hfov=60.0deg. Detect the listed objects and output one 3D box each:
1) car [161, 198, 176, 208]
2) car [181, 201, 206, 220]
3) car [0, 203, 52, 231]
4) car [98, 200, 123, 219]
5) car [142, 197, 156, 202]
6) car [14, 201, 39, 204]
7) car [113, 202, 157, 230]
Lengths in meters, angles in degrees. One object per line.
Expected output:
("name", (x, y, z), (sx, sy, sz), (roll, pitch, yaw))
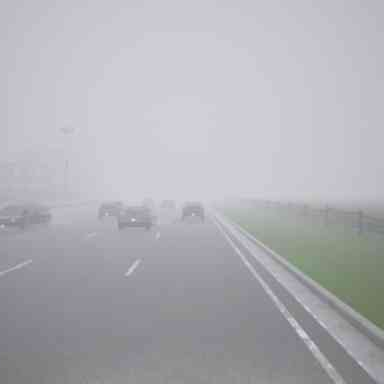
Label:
("car", (-3.420, 1.581, 48.447), (1.994, 1.385, 4.181), (0, 0, 0))
("car", (0.089, 1.517, 28.390), (1.837, 1.490, 4.892), (0, 0, 0))
("car", (-10.409, 1.607, 20.504), (1.895, 1.301, 4.718), (0, 0, 0))
("car", (-6.911, 1.516, 29.460), (1.837, 1.490, 4.892), (0, 0, 0))
("car", (-6.922, 1.511, 53.365), (2.128, 1.511, 4.902), (0, 0, 0))
("car", (-13.911, 1.501, 28.380), (2.128, 1.511, 4.902), (0, 0, 0))
("car", (-3.408, 1.572, 21.235), (1.994, 1.385, 4.181), (0, 0, 0))
